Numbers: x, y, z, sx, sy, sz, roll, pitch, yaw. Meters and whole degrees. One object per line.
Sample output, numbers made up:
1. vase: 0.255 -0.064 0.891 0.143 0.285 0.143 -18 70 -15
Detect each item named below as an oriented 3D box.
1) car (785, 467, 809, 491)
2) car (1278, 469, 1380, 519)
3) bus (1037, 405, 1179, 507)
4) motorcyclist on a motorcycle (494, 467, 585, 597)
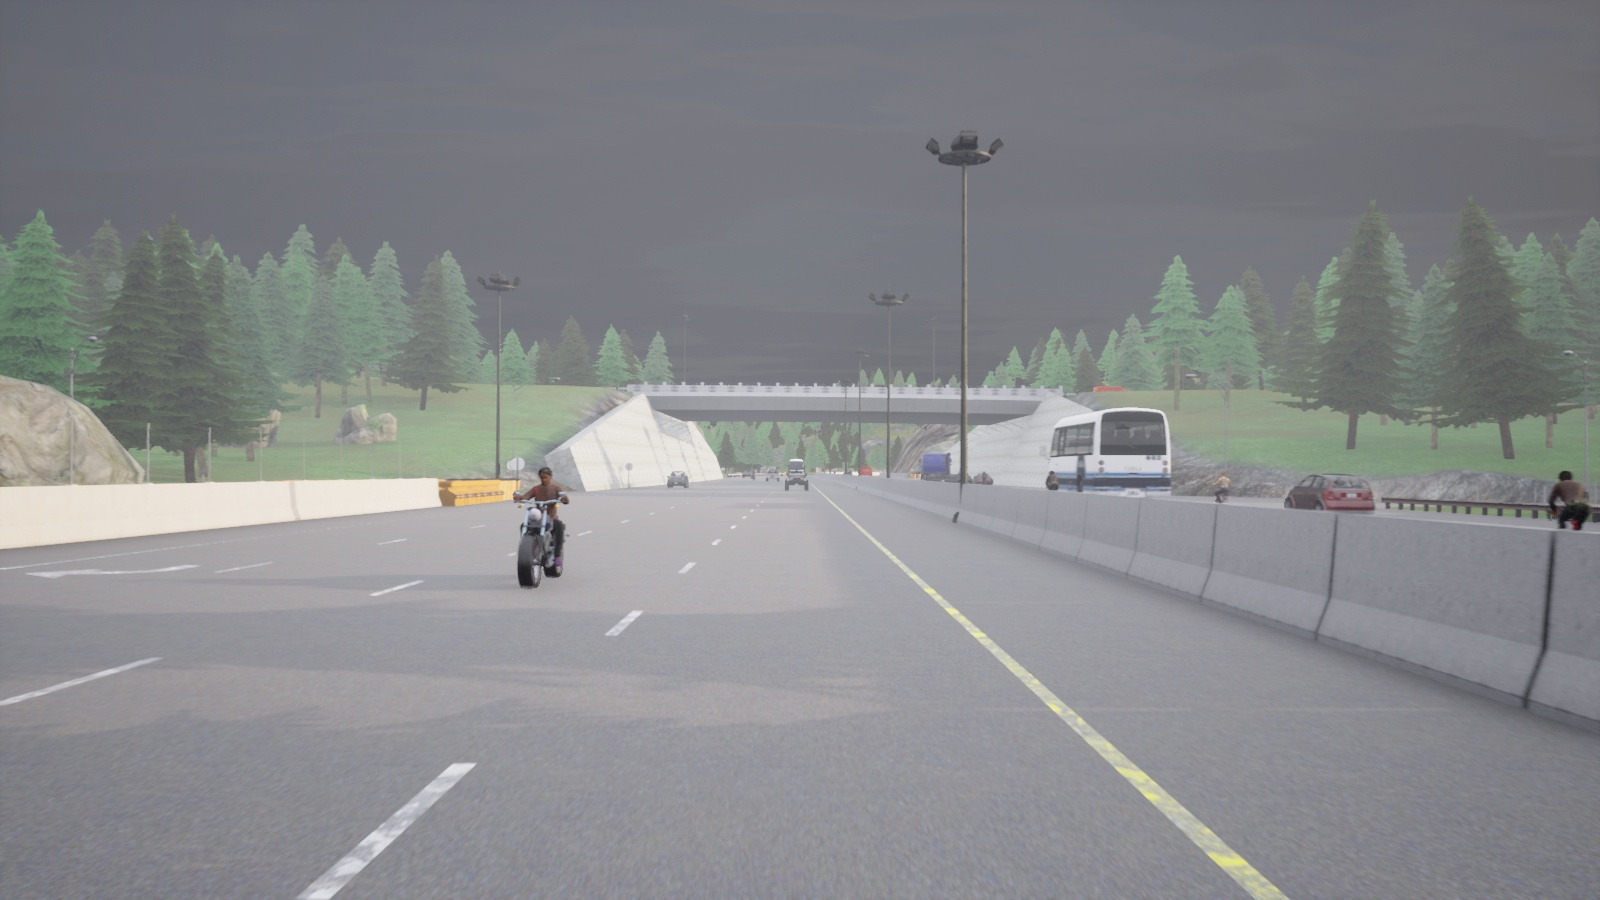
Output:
1. car: -0.240 2.262 98.520 1.905 1.878 3.866 0 -1 0
2. car: 17.399 1.419 41.478 1.789 1.549 3.705 0 -1 0
3. bus: 13.854 0.349 57.723 3.944 4.253 10.273 0 -1 0
4. motorcyclist on a motorcycle: -3.543 1.068 17.274 0.766 1.649 2.350 0 -1 0
